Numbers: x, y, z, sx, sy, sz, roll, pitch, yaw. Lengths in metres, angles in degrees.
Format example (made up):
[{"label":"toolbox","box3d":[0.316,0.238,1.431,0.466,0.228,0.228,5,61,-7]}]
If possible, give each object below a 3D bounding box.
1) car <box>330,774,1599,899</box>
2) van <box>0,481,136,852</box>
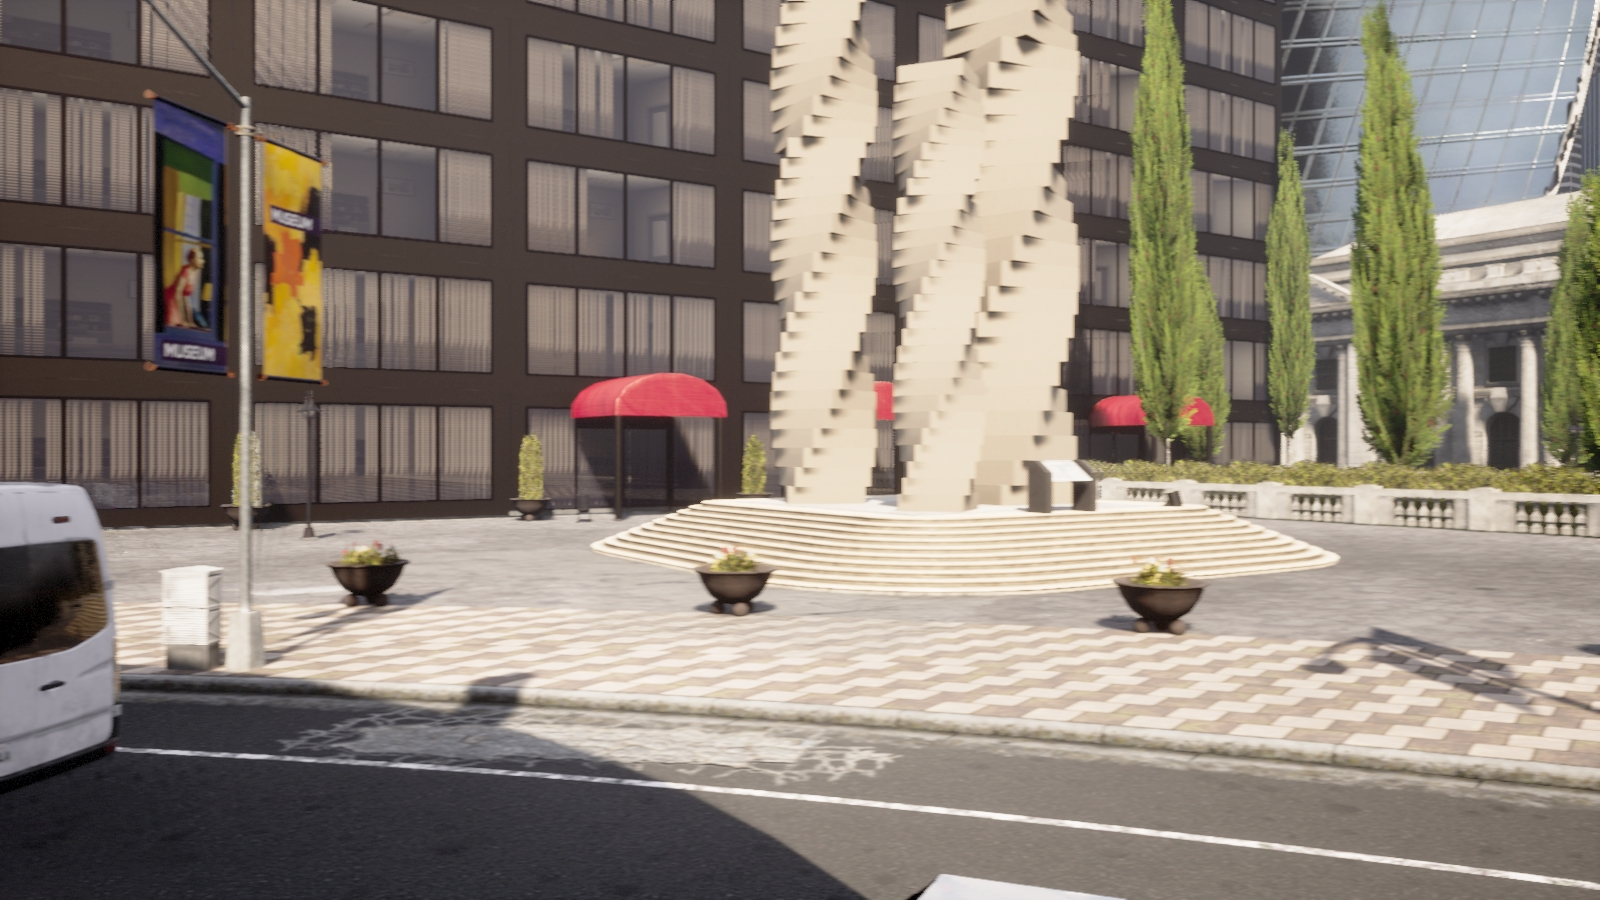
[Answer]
[{"label":"car","box3d":[0.542,2.063,3.080,3.806,1.475,1.970,0,0,21]},{"label":"van","box3d":[-8.464,1.532,8.744,5.915,2.561,1.988,0,0,9]}]
